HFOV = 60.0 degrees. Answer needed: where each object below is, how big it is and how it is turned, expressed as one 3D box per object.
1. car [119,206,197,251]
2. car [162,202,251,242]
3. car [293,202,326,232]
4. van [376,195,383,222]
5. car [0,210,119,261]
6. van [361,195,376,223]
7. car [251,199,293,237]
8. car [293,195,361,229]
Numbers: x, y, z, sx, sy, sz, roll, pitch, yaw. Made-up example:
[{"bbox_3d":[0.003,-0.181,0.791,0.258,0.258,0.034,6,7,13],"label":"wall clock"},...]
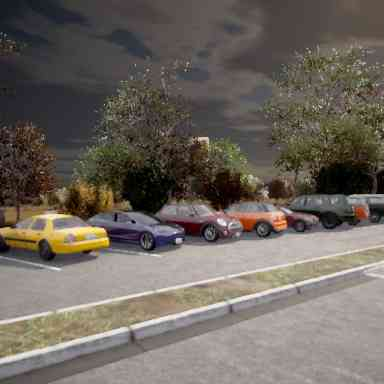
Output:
[{"bbox_3d":[-2.494,1.515,14.234,4.792,1.488,2.163,-1,-1,34],"label":"car"},{"bbox_3d":[0.209,1.352,16.245,4.553,1.767,2.185,-1,-1,34],"label":"car"},{"bbox_3d":[5.068,1.503,19.702,4.674,1.452,2.002,-1,-1,34],"label":"car"},{"bbox_3d":[12.411,1.213,24.855,4.442,1.987,1.878,-1,-1,34],"label":"van"},{"bbox_3d":[-5.432,1.494,12.367,5.366,1.575,1.946,-1,0,34],"label":"car"},{"bbox_3d":[9.996,1.220,23.114,4.442,1.987,1.878,-1,-1,34],"label":"van"},{"bbox_3d":[2.674,1.344,17.941,4.553,1.767,2.185,-1,0,34],"label":"car"},{"bbox_3d":[7.456,1.204,21.454,5.566,2.045,2.435,-1,0,34],"label":"car"}]
